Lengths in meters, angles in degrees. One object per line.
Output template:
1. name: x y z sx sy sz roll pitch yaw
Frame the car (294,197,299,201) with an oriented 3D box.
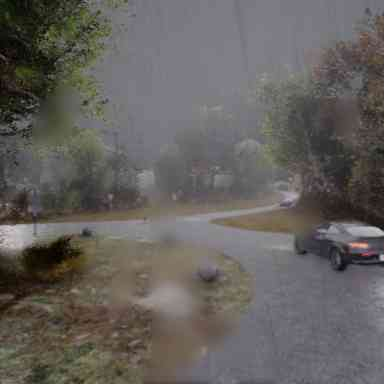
1. car: 26.881 1.949 85.372 2.128 1.511 4.902 -1 2 22

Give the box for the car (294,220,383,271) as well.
1. car: 5.171 1.676 11.453 1.812 1.442 4.674 0 -1 -4

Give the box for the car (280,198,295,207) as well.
1. car: 19.612 2.405 69.181 1.895 1.301 4.718 -1 0 26
